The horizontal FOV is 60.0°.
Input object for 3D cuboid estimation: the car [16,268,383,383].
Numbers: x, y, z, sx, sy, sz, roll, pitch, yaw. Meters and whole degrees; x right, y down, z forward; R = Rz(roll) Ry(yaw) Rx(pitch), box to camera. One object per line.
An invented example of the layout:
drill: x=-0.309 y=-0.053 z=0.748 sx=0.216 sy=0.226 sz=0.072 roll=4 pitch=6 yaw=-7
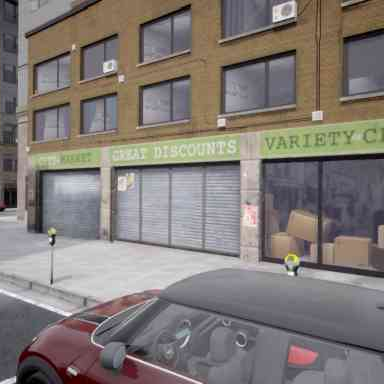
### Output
car: x=0.240 y=1.440 z=2.894 sx=4.097 sy=1.590 sz=1.967 roll=0 pitch=1 yaw=35

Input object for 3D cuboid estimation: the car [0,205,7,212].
car: x=-19.429 y=1.458 z=29.774 sx=1.895 sy=1.301 sz=4.718 roll=1 pitch=1 yaw=34
